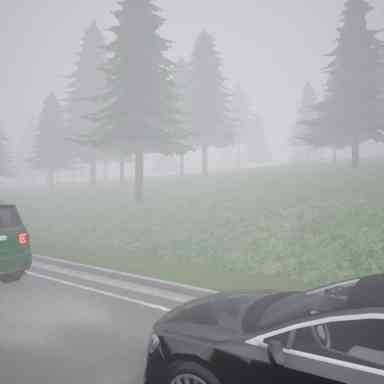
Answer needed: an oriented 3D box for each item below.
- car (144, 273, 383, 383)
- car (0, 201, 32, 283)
[{"bbox_3d":[1.739,1.492,2.752,4.902,1.511,2.128,0,0,36],"label":"car"},{"bbox_3d":[-6.324,1.221,8.468,5.566,2.045,2.150,0,0,36],"label":"car"}]
